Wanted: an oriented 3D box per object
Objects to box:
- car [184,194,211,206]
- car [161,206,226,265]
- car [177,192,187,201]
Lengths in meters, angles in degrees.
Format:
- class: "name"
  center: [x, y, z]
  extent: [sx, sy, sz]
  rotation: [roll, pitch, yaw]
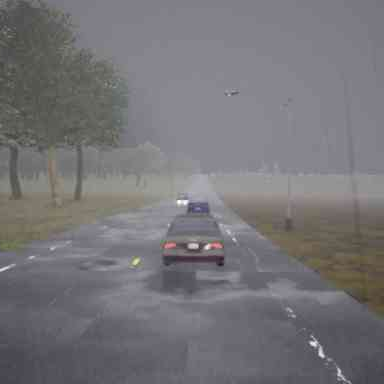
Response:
- class: "car"
  center: [0.621, 1.150, 29.400]
  extent: [1.882, 1.535, 5.008]
  rotation: [0, 1, 3]
- class: "car"
  center: [0.083, 1.423, 11.127]
  extent: [2.033, 1.411, 5.357]
  rotation: [0, 1, 1]
- class: "car"
  center: [-1.632, 0.712, 59.570]
  extent: [2.128, 1.511, 4.902]
  rotation: [0, 1, 3]
